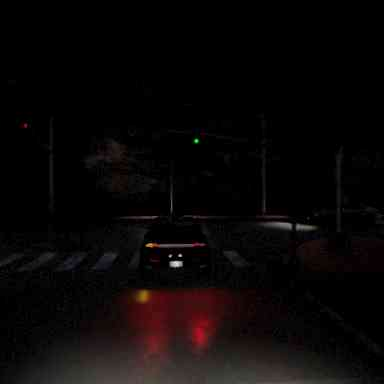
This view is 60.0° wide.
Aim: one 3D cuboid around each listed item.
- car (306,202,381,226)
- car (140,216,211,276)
[{"bbox_3d":[9.803,1.381,21.628,4.674,1.442,1.812,0,0,-5],"label":"car"},{"bbox_3d":[-0.548,1.504,10.402,2.128,1.511,4.902,0,0,-4],"label":"car"}]
